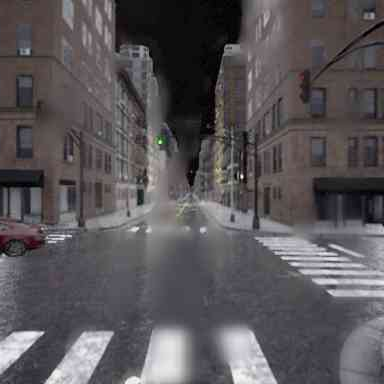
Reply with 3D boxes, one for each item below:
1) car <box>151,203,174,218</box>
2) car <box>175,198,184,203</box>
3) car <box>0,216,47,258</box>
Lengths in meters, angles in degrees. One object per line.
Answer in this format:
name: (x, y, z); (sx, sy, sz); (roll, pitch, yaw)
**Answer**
car: (-2.994, 1.884, 34.626); (1.812, 1.442, 4.674); (0, 1, 0)
car: (-2.999, 2.190, 82.146); (1.837, 1.490, 4.892); (0, -1, 0)
car: (-7.656, 1.586, 11.670); (4.674, 1.442, 1.812); (1, 2, -29)
